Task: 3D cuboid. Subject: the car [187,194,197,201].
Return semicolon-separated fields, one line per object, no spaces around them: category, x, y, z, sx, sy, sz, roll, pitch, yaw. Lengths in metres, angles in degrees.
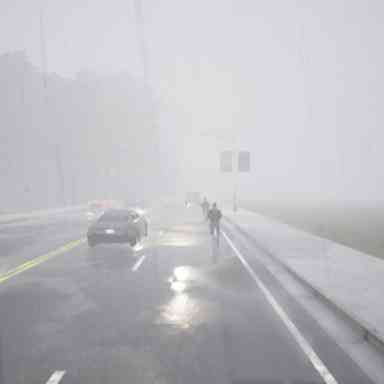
car;0.010;1.110;72.964;1.994;1.385;4.181;0;0;0

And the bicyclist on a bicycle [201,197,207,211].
bicyclist on a bicycle;0.896;1.223;22.438;0.659;1.776;1.843;0;1;0

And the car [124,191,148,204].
car;-6.586;0.961;39.607;2.150;2.045;5.566;0;1;0

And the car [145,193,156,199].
car;-9.739;0.978;78.303;1.895;1.301;4.718;0;0;0

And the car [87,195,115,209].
car;-9.834;1.114;36.279;2.097;1.767;4.553;0;0;0

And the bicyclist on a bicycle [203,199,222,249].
bicyclist on a bicycle;0.895;1.282;13.239;0.659;1.776;1.843;0;1;0

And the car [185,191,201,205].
car;0.105;0.902;49.944;2.150;2.045;5.566;0;0;0

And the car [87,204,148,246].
car;-3.147;1.465;14.777;1.994;1.385;4.181;0;0;0
